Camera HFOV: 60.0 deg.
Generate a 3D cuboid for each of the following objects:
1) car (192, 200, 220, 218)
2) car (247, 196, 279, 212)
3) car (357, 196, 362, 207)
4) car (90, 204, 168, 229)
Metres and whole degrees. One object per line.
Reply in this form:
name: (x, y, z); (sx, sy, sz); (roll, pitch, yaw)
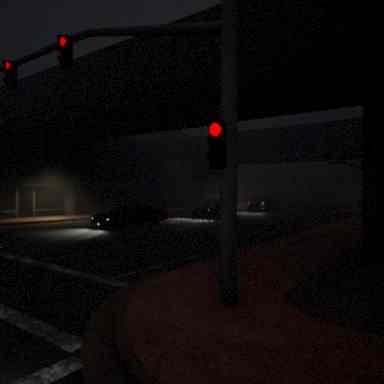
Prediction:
car: (1.918, 1.423, 28.933); (1.812, 1.442, 4.674); (0, 0, 36)
car: (7.976, 1.247, 37.239); (2.097, 1.767, 4.553); (0, 0, 36)
car: (26.124, 1.294, 48.877); (4.553, 1.767, 2.097); (0, 0, -43)
car: (-3.781, 1.446, 21.123); (2.033, 1.411, 5.357); (0, 0, 36)
